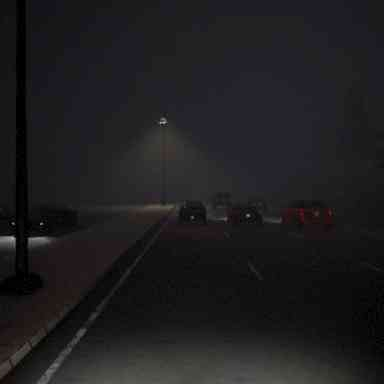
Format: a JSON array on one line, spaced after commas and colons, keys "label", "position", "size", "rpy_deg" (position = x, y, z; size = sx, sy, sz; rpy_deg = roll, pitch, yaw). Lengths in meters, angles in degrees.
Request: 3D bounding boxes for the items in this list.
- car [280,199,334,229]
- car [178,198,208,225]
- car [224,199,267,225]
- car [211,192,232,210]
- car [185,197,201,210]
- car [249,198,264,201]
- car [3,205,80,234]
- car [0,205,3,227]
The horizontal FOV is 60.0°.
[{"label": "car", "position": [7.029, 1.236, 20.819], "size": [2.097, 1.767, 4.553], "rpy_deg": [0, 0, 1]}, {"label": "car", "position": [0.051, 1.364, 23.133], "size": [2.128, 1.511, 4.902], "rpy_deg": [0, 0, 0]}, {"label": "car", "position": [3.548, 1.437, 22.935], "size": [1.994, 1.385, 4.181], "rpy_deg": [0, 0, 0]}, {"label": "car", "position": [3.591, 1.002, 40.126], "size": [2.150, 2.045, 5.566], "rpy_deg": [0, 1, 0]}, {"label": "car", "position": [0.091, 1.375, 40.882], "size": [1.895, 1.301, 4.718], "rpy_deg": [0, 0, 0]}, {"label": "car", "position": [7.078, 1.341, 37.331], "size": [2.033, 1.411, 5.357], "rpy_deg": [0, 0, 0]}, {"label": "car", "position": [-8.036, 1.443, 18.856], "size": [2.033, 1.411, 5.357], "rpy_deg": [0, 0, 1]}, {"label": "car", "position": [-11.537, 1.445, 18.627], "size": [2.033, 1.411, 5.357], "rpy_deg": [0, 0, 0]}]
